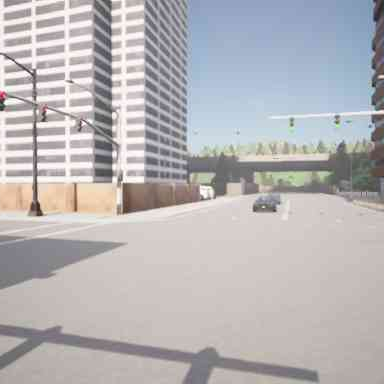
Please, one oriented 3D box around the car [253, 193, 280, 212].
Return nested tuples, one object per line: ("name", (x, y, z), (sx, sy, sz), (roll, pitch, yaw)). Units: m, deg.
("car", (6.760, 1.090, 30.606), (1.994, 1.385, 4.181), (0, 1, 17))
